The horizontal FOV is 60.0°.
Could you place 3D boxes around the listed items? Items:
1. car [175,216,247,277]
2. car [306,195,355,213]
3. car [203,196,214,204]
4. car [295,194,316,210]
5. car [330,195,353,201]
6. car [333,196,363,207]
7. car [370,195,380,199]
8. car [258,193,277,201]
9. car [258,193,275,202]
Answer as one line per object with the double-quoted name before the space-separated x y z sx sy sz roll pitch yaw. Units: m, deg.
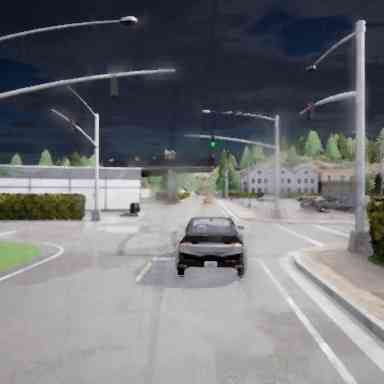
"car" 0.611 1.494 10.285 2.128 1.511 4.902 0 0 4
"car" 14.642 1.376 34.303 4.514 1.523 2.007 0 0 2
"car" 3.065 1.495 61.921 1.882 1.535 5.008 0 0 3
"car" 14.724 1.368 37.439 5.027 1.636 2.152 0 0 2
"car" 34.913 1.385 77.848 4.514 1.523 2.007 0 0 2
"car" 22.898 1.376 48.946 3.633 1.501 1.845 0 0 2
"car" 41.798 1.333 73.887 3.806 1.475 1.970 0 0 2
"car" 16.894 1.125 74.963 3.866 1.878 1.905 0 0 2
"car" 16.140 1.407 71.668 3.806 1.475 1.970 0 0 2
